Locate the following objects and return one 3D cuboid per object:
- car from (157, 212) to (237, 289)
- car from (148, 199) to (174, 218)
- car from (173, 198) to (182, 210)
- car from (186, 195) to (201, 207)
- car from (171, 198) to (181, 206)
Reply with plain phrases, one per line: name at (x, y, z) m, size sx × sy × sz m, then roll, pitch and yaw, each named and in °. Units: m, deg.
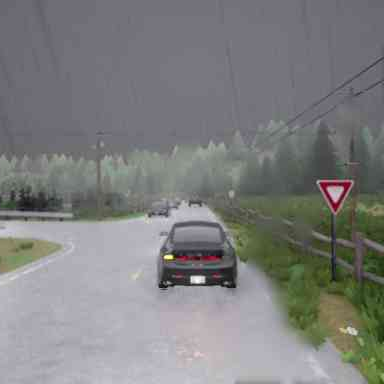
car at (0.127, 1.554, 9.275) m, size 1.837 × 1.490 × 4.892 m, roll 0°, pitch 0°, yaw 0°
car at (-3.103, 1.667, 32.369) m, size 1.837 × 1.490 × 4.892 m, roll 0°, pitch 0°, yaw 2°
car at (-2.879, 1.728, 46.807) m, size 2.128 × 1.511 × 4.902 m, roll 0°, pitch 0°, yaw 1°
car at (0.471, 1.522, 59.466) m, size 2.150 × 2.045 × 5.566 m, roll 0°, pitch 0°, yaw -1°
car at (-3.027, 1.853, 64.771) m, size 1.812 × 1.442 × 4.674 m, roll 0°, pitch 0°, yaw -1°
